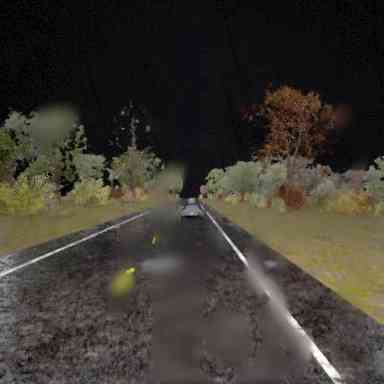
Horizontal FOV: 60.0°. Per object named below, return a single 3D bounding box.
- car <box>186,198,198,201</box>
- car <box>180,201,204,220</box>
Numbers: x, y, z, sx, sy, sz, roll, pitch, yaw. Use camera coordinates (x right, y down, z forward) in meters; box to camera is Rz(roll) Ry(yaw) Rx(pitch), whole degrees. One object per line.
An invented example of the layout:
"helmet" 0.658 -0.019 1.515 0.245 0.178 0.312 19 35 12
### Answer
"car" 0.018 1.809 58.528 2.163 1.488 4.792 0 -1 0
"car" 0.018 1.718 28.921 1.994 1.385 4.181 0 0 0
